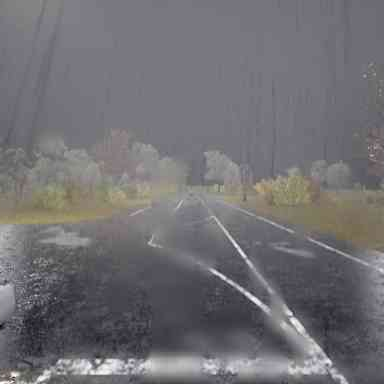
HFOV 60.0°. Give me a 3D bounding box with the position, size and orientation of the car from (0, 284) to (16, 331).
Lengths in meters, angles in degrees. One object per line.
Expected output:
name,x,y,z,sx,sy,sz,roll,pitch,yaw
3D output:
car,-3.514,1.580,2.637,1.895,1.301,4.718,0,0,0

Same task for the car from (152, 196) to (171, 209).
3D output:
car,-3.480,1.207,38.652,1.994,1.385,4.181,0,1,0
